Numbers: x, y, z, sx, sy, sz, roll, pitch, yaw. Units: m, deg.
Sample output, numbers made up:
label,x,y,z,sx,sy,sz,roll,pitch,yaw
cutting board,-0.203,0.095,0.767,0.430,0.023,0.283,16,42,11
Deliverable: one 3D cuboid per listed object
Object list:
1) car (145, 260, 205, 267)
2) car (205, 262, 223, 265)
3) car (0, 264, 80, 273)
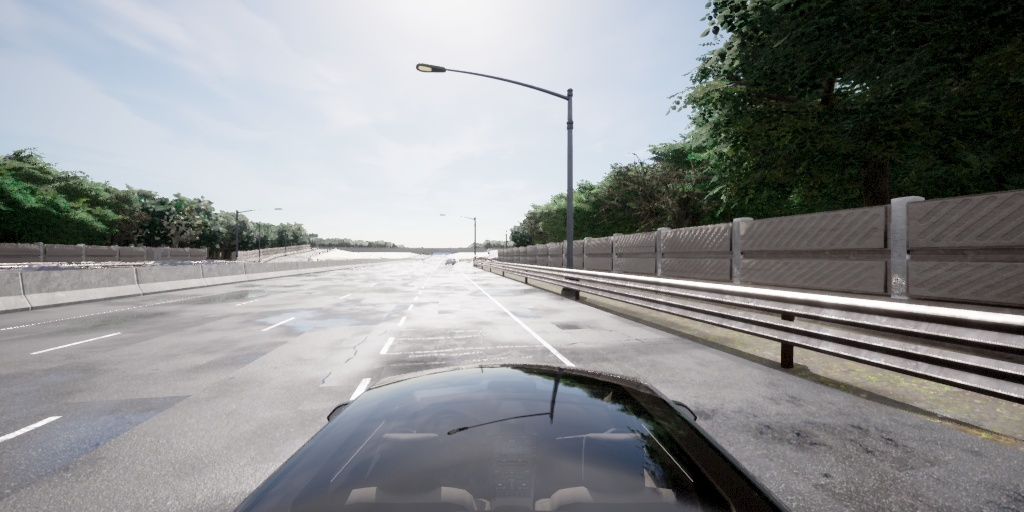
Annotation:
label,x,y,z,sx,sy,sz,roll,pitch,yaw
car,-26.217,1.112,27.206,2.097,1.767,4.553,0,0,-11
car,-31.786,1.323,37.641,2.033,1.411,5.357,0,0,-11
car,-37.061,1.310,27.980,2.033,1.411,5.357,0,0,-11
